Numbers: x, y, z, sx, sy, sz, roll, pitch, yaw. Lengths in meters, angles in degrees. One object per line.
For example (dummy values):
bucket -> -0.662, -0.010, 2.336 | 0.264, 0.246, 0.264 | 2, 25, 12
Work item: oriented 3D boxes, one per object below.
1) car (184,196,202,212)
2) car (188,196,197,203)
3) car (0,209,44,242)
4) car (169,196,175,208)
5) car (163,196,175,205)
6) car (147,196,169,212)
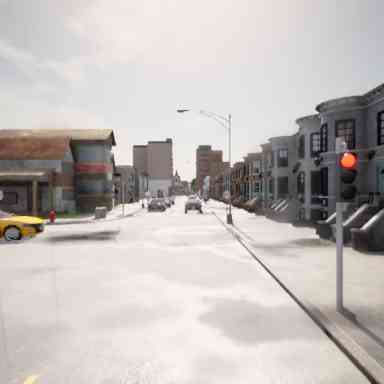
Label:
car -> 0.140, 1.513, 37.613 | 1.812, 1.442, 4.674 | 0, 0, 0
car -> 0.088, 1.641, 73.572 | 1.837, 1.490, 4.892 | 0, 0, 0
car -> -9.680, 1.473, 15.791 | 5.008, 1.535, 1.882 | 0, 0, -1
car -> -4.063, 1.532, 48.957 | 2.033, 1.411, 5.357 | 0, 0, 0
car -> -4.022, 1.507, 58.763 | 1.812, 1.442, 4.674 | 0, 0, 1
car -> -4.077, 1.492, 39.208 | 1.837, 1.490, 4.892 | 0, 0, 0
